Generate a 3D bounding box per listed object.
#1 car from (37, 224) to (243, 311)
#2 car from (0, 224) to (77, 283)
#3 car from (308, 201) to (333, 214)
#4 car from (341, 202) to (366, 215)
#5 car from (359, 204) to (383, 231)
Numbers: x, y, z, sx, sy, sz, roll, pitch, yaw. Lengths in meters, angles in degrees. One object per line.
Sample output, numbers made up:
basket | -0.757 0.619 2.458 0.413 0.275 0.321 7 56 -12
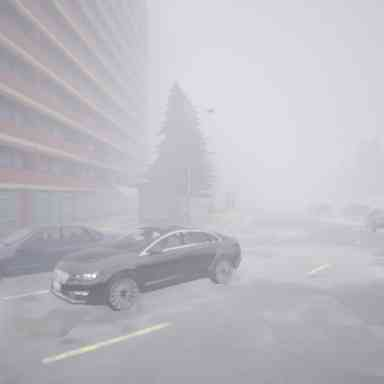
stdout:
car | -0.818 1.588 8.149 4.902 1.511 2.128 0 -1 -42
car | -4.223 1.671 9.801 5.357 1.411 2.033 0 -1 -40
car | 15.908 1.905 41.472 1.882 1.535 5.008 0 -1 5
car | 19.195 1.870 39.071 1.882 1.535 5.008 0 -1 6
car | 12.500 1.762 21.699 2.033 1.411 5.357 0 -1 21
